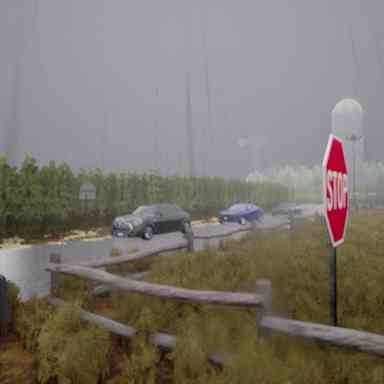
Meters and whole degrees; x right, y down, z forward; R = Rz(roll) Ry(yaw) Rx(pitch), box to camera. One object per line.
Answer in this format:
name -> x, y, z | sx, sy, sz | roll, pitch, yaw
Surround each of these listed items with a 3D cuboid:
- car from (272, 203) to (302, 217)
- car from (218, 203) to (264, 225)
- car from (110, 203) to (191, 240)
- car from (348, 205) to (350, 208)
car -> 9.609, 1.767, 33.567 | 1.994, 1.385, 4.181 | -1, -1, 36
car -> 3.847, 1.626, 25.564 | 1.882, 1.535, 5.008 | -1, -1, 36
car -> -2.055, 1.416, 17.347 | 2.097, 1.767, 4.553 | -1, -1, 36
car -> 16.250, 1.734, 37.188 | 2.033, 1.411, 5.357 | -1, -1, 35
